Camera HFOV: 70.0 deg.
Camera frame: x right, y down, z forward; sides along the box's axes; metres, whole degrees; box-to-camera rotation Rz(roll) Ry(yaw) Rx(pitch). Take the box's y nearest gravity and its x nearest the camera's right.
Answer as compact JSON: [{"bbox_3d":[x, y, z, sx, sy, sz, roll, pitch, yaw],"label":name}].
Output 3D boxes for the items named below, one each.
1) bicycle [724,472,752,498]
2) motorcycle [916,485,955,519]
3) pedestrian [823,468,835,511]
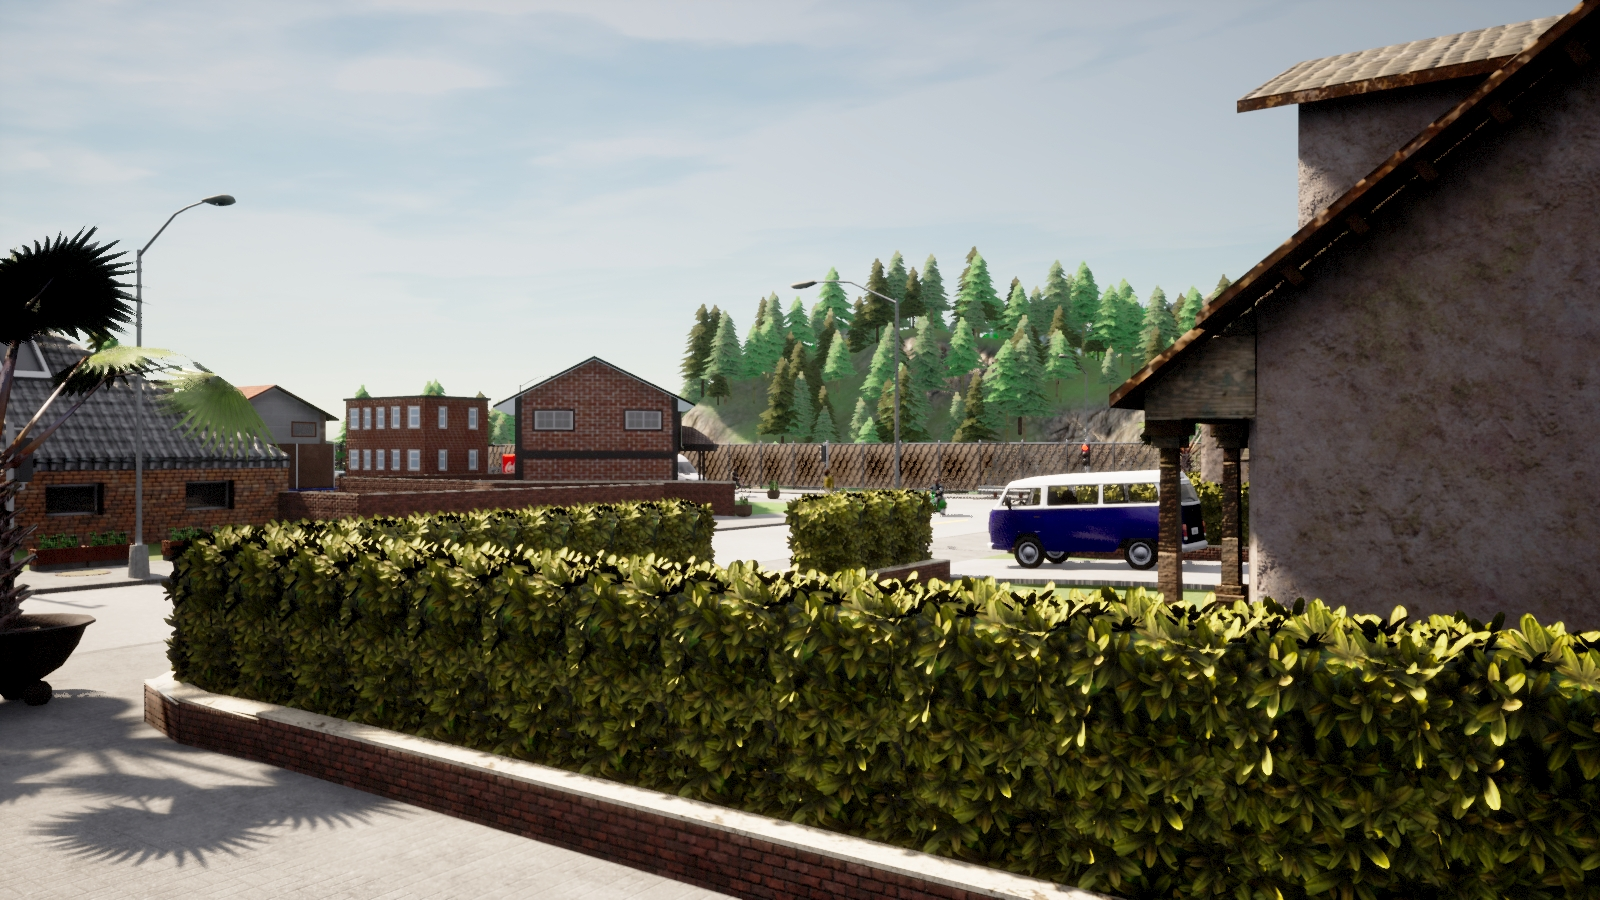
[{"bbox_3d":[-3.643,2.044,67.431,1.835,1.471,0.329,0,0,35],"label":"bicycle"},{"bbox_3d":[5.628,2.133,47.426,0.856,1.316,1.805,0,0,36],"label":"motorcycle"},{"bbox_3d":[1.250,1.722,49.794,0.375,1.860,0.375,0,0,-37],"label":"pedestrian"}]
